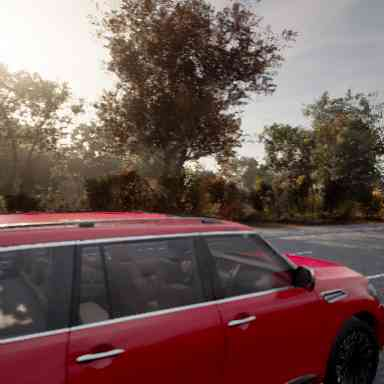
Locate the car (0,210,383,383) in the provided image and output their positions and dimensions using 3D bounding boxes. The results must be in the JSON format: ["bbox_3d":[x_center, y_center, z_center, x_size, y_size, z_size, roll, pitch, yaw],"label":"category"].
[{"bbox_3d":[-0.284,1.221,3.418,5.566,2.045,2.150,1,0,-35],"label":"car"}]
